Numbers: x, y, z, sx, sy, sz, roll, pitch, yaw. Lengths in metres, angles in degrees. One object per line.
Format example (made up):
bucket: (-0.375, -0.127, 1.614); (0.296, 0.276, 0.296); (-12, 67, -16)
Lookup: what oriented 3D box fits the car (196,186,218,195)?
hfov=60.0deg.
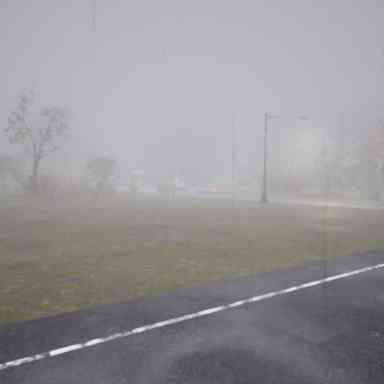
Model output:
car: (2.794, -0.425, 62.632); (2.097, 1.767, 4.553); (0, 2, -36)

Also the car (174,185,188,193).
car: (-2.818, -0.714, 70.450); (1.882, 1.535, 5.008); (0, 2, -36)
